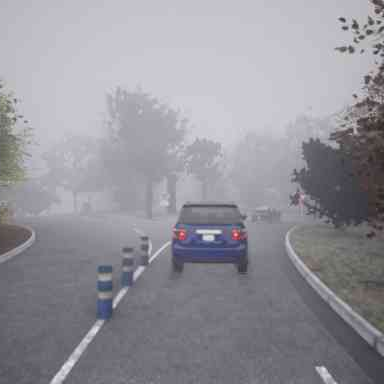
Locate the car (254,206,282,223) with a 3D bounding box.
[{"bbox_3d":[7.062,2.070,31.206,1.837,1.490,4.892,-1,-2,30],"label":"car"}]

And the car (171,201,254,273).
[{"bbox_3d":[0.673,1.321,11.206,2.150,2.045,5.566,0,-1,5],"label":"car"}]
